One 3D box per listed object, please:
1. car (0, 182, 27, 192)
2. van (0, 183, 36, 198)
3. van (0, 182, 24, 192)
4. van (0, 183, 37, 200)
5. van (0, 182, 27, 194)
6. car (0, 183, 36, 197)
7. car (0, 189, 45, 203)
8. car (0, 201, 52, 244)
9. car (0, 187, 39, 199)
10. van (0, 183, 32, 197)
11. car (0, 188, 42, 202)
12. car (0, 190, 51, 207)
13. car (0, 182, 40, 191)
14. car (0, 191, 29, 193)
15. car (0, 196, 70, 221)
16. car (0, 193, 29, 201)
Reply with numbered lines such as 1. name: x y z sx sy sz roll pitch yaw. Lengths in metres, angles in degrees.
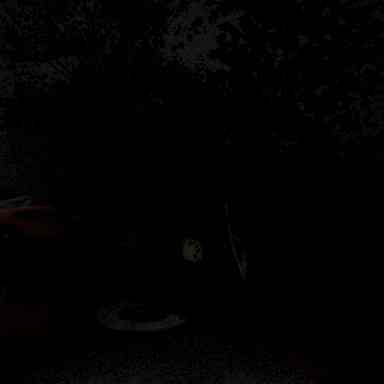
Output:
1. car: -38.247 -1.039 70.477 5.566 2.045 2.435 1 1 -30
2. van: -24.365 -0.175 46.375 4.442 1.987 1.878 1 1 -30
3. van: -39.491 -1.095 72.956 4.442 1.987 1.878 1 1 -30
4. van: -21.813 -0.009 41.437 4.442 1.987 1.878 1 1 -30
5. van: -34.013 -0.762 63.330 4.442 1.987 1.878 1 1 -30
6. car: -27.228 -0.370 51.115 5.566 2.045 2.435 1 1 -30
7. car: -19.037 0.428 36.827 4.792 1.488 2.163 1 2 -30
8. car: -6.746 1.355 15.155 5.008 1.535 2.097 1 2 -30
9. car: -23.098 0.132 43.918 5.008 1.535 2.097 1 1 -30
10. van: -25.937 -0.262 48.666 4.442 1.987 1.878 1 1 -30
11. car: -20.341 0.337 39.120 4.792 1.488 2.163 1 1 -30
12. car: -16.287 0.638 31.878 4.792 1.488 2.163 1 2 -30
13. car: -14.860 0.466 29.494 5.566 2.045 2.435 1 2 -30
14. car: -12.317 0.925 24.583 5.366 1.575 1.946 1 2 -30
15. car: -10.791 1.078 22.268 4.674 1.452 2.002 1 2 -30
16. car: -8.080 1.123 17.577 4.553 1.767 2.185 1 2 -30
